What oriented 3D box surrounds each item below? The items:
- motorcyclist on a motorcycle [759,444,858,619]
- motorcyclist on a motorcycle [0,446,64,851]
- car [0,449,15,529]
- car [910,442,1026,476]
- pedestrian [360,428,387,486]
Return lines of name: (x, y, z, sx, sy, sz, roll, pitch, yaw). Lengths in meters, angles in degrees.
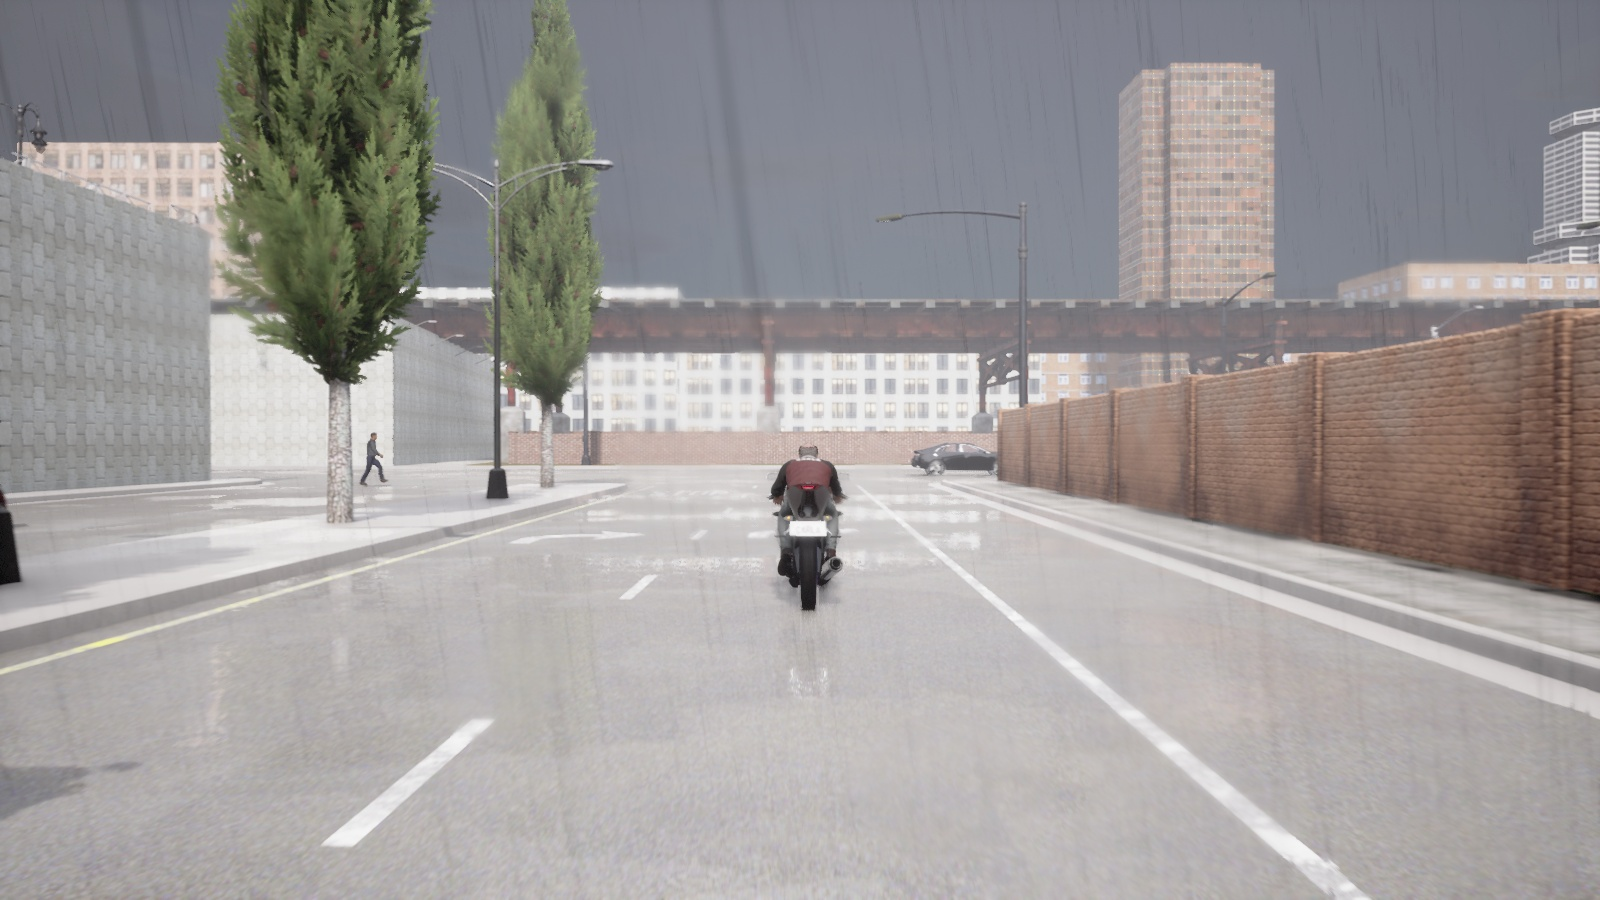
motorcyclist on a motorcycle: (0.081, 0.713, 12.125, 0.866, 1.530, 2.191, 0, 0, 0)
motorcyclist on a motorcycle: (-3.461, 0.756, 4.058, 0.866, 1.530, 2.191, 0, 0, 0)
car: (-14.871, 0.685, 20.097, 1.994, 1.385, 4.181, 0, 0, 0)
car: (7.547, 0.389, 56.747, 4.902, 1.511, 2.128, 0, 0, -1)
pedestrian: (-14.384, 0.241, 42.353, 0.788, 1.949, 0.423, 0, 0, -11)
